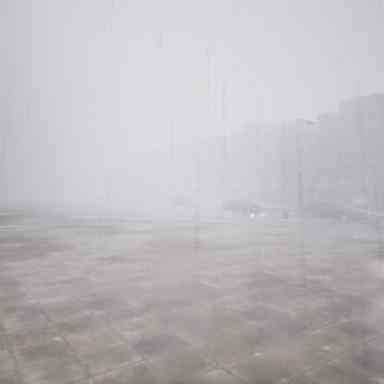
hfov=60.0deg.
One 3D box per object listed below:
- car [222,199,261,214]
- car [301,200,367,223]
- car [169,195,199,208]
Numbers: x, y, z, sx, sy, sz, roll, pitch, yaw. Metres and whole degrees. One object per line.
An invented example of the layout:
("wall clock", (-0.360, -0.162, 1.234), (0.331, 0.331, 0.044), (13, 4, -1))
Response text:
("car", (4.906, 1.377, 33.372), (1.994, 1.385, 4.181), (-2, 2, -36))
("car", (10.646, 1.427, 25.251), (1.837, 1.490, 4.892), (-2, 2, -35))
("car", (-1.006, 1.190, 41.755), (2.128, 1.511, 4.902), (-2, 2, -35))
